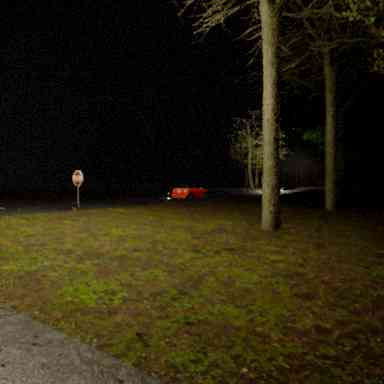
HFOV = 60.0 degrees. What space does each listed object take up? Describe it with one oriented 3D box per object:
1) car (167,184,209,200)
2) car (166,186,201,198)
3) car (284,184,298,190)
[{"bbox_3d":[-0.088,-0.065,35.418,2.097,1.767,4.553,0,1,35],"label":"car"},{"bbox_3d":[-1.140,-0.001,46.152,2.033,1.411,5.357,0,2,35],"label":"car"},{"bbox_3d":[19.566,-0.991,65.621,1.895,1.301,4.718,-1,2,28],"label":"car"}]
